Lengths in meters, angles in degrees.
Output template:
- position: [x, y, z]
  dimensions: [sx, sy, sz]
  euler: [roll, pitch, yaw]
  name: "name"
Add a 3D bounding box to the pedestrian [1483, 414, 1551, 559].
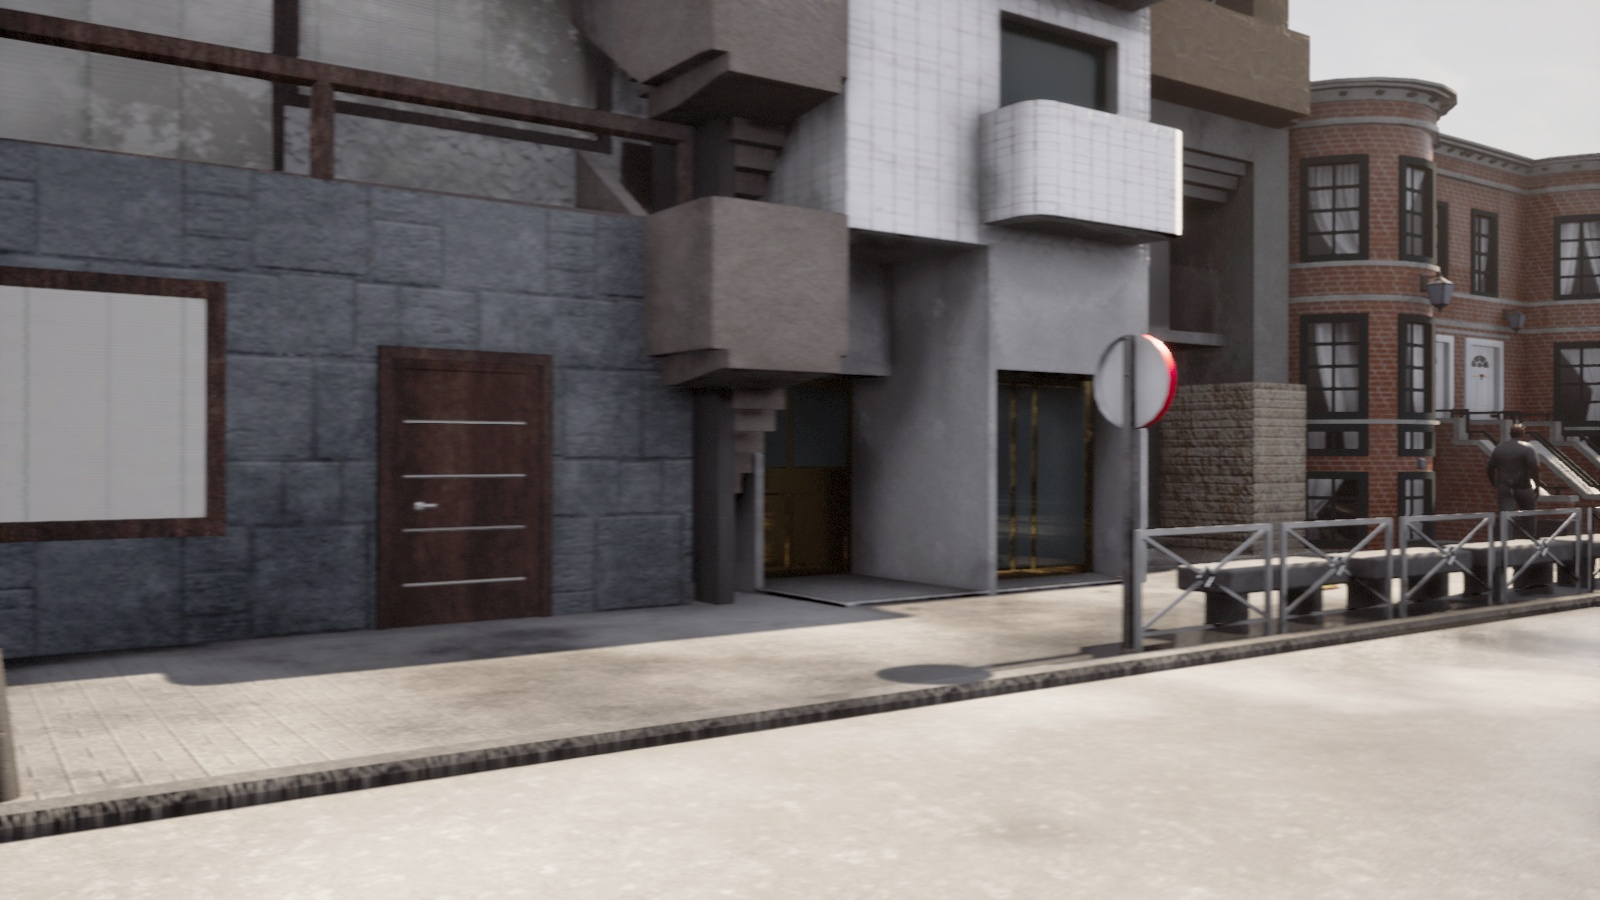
- position: [9.592, 0.475, 16.792]
  dimensions: [0.849, 1.883, 0.563]
  euler: [0, 0, -44]
  name: "pedestrian"
